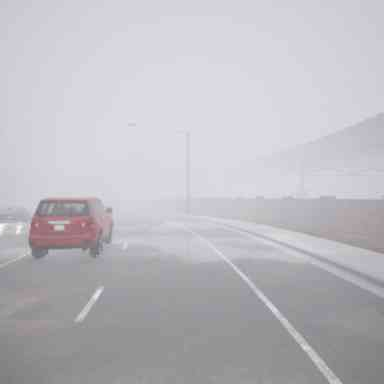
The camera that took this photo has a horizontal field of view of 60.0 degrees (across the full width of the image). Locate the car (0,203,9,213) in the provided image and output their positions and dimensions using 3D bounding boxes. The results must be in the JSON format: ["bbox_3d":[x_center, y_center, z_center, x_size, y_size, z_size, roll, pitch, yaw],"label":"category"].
[{"bbox_3d":[-37.587,3.076,64.176,4.553,1.767,2.097,-2,-2,36],"label":"car"}]

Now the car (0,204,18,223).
[{"bbox_3d":[-15.205,1.906,28.529,1.994,1.385,4.181,0,-2,-18],"label":"car"}]

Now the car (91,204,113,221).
[{"bbox_3d":[-8.642,1.906,31.614,1.812,1.442,4.674,0,-2,-17],"label":"car"}]

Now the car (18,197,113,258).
[{"bbox_3d":[-4.411,1.208,12.893,2.150,2.045,5.566,0,0,-7],"label":"car"}]
